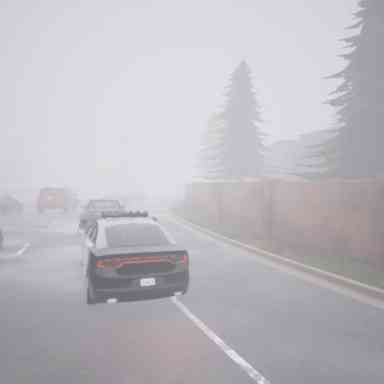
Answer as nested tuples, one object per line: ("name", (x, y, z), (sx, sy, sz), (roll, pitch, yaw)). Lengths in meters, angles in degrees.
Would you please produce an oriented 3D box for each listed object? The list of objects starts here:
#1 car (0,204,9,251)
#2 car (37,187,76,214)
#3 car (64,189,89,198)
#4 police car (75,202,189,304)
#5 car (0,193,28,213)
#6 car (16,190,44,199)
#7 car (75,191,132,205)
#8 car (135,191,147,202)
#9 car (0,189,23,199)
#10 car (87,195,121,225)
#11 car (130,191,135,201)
("car", (-6.749, 1.278, 9.425), (1.812, 1.442, 4.674), (0, 1, -19))
("car", (-10.946, 0.628, 27.388), (2.150, 2.045, 5.566), (1, 1, -8))
("car", (-20.395, 0.244, 59.072), (1.882, 1.535, 5.008), (1, 1, 12))
("police car", (-1.666, 1.274, 8.065), (1.930, 1.638, 5.238), (0, 1, -21))
("car", (-14.037, 0.933, 24.511), (1.812, 1.442, 4.674), (1, 1, -9))
("car", (-25.072, 0.379, 51.698), (1.994, 1.385, 4.181), (1, 1, 7))
("car", (-4.297, 1.032, 16.186), (2.097, 1.767, 4.553), (1, 1, -15))
("car", (-8.031, 0.615, 48.699), (1.837, 1.490, 4.892), (1, 1, 8))
("car", (-28.590, 0.268, 51.714), (1.837, 1.490, 4.892), (1, 1, 7))
("car", (-5.555, 1.034, 21.469), (1.801, 1.575, 5.366), (1, 1, -12))
("car", (-8.379, 0.828, 38.721), (1.994, 1.385, 4.181), (1, 1, 2))
